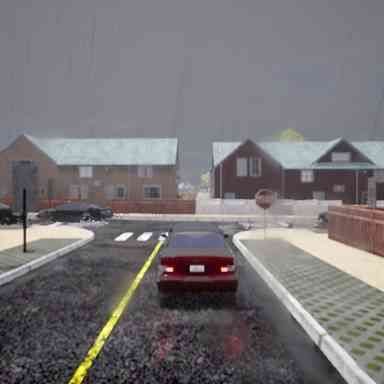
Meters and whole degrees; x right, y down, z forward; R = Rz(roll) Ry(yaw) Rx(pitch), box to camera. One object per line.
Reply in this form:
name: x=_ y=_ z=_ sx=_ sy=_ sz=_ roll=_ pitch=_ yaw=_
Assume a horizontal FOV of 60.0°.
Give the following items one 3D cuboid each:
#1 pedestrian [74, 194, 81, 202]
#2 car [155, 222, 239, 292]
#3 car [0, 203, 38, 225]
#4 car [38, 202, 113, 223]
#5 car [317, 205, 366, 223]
pedestrian: x=-9.371 y=1.021 z=27.172 sx=0.375 sy=1.860 sz=0.375 roll=0 pitch=0 yaw=1
car: x=0.097 y=1.536 z=8.996 sx=2.033 sy=1.411 sz=5.357 roll=0 pitch=0 yaw=0
car: x=-12.999 y=1.350 z=21.389 sx=4.902 sy=1.511 sz=2.128 roll=1 pitch=0 yaw=1
car: x=-8.545 y=1.443 z=24.309 sx=5.357 sy=1.411 sz=2.033 roll=1 pitch=0 yaw=8
car: x=11.869 y=1.646 z=23.773 sx=5.357 sy=1.411 sz=2.033 roll=1 pitch=0 yaw=1
